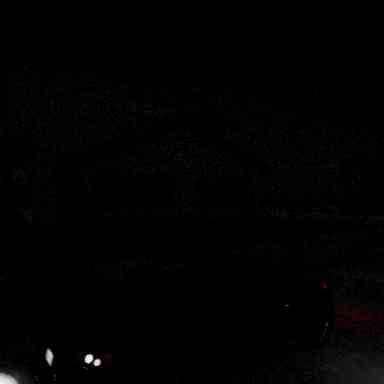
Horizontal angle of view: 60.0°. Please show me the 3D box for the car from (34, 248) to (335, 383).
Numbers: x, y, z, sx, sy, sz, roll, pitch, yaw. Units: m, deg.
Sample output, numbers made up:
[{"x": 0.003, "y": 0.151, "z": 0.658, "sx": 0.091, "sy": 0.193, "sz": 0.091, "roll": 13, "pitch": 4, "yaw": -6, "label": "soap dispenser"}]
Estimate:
[{"x": 0.116, "y": 1.564, "z": 4.681, "sx": 4.181, "sy": 1.385, "sz": 1.994, "roll": 0, "pitch": 0, "yaw": -35, "label": "car"}]
